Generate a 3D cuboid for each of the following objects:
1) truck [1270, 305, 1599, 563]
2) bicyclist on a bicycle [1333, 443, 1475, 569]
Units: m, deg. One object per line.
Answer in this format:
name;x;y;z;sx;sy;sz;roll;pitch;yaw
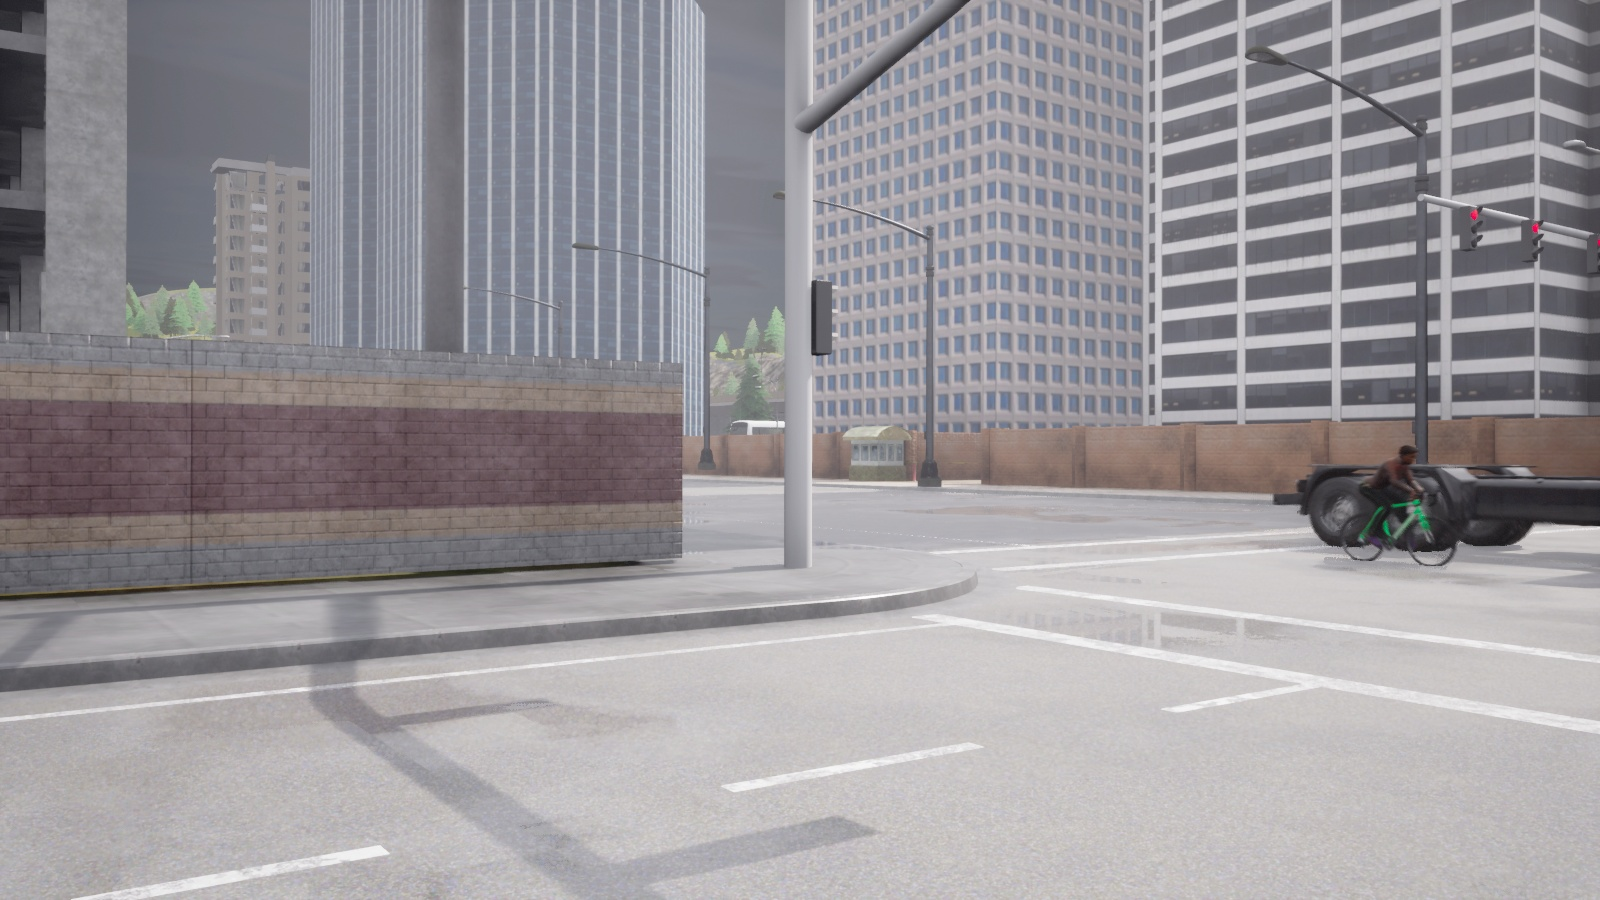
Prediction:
truck;11.306;-0.216;18.573;2.891;3.462;7.936;0;0;-35
bicyclist on a bicycle;8.147;0.722;16.990;0.582;1.620;1.656;0;0;-35
